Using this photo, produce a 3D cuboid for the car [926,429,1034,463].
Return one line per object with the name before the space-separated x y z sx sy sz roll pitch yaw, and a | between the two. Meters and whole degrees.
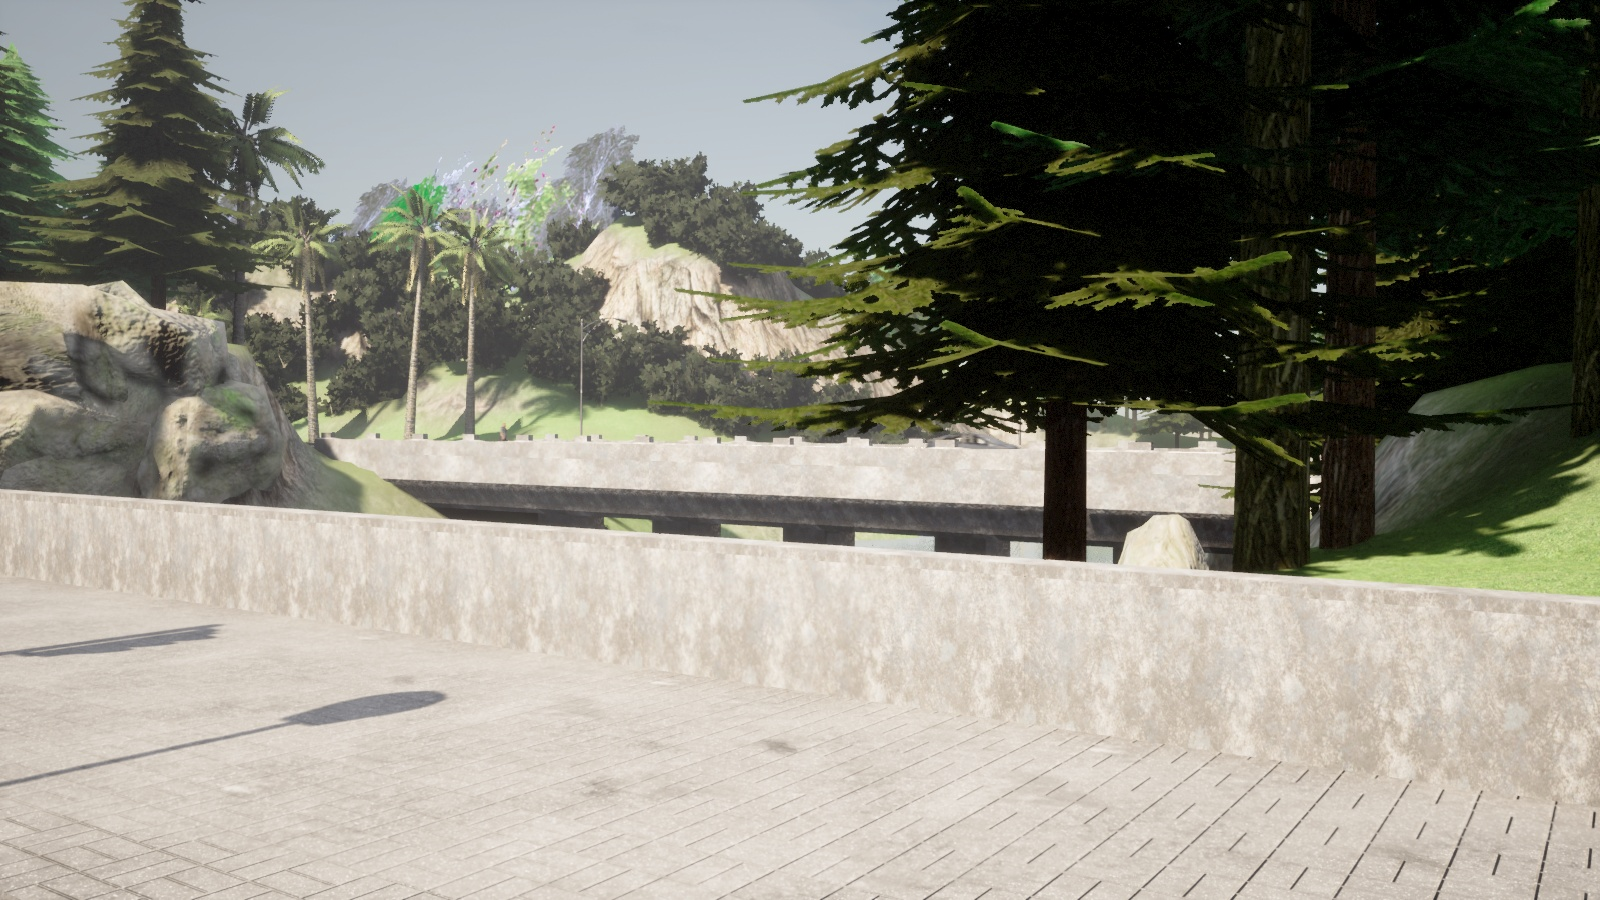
car | 8.305 -0.191 58.154 4.514 1.525 2.007 0 1 34
